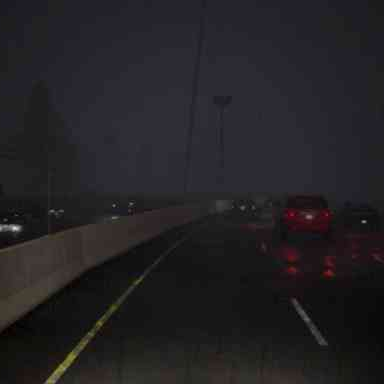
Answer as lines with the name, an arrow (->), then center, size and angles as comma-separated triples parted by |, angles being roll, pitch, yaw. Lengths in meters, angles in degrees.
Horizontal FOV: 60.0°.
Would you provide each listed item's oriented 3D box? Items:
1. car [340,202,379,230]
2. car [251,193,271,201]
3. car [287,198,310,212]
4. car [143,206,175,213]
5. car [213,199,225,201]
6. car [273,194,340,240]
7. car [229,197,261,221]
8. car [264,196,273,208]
car -> 9.851, 1.369, 20.279 | 2.128, 1.511, 4.902 | 0, 0, 13
car -> 13.891, 1.033, 66.547 | 1.882, 1.535, 5.008 | 0, 1, 39
car -> 11.672, 1.369, 36.299 | 1.895, 1.301, 4.718 | 0, 0, 24
car -> -2.539, 1.295, 28.569 | 1.837, 1.490, 4.892 | 0, 0, 18
car -> 5.134, 1.144, 60.655 | 1.994, 1.385, 4.181 | 0, 0, 34
car -> 5.398, 1.116, 16.494 | 2.150, 2.045, 5.566 | 0, 0, 11
car -> 4.210, 1.176, 25.942 | 2.097, 1.767, 4.553 | 0, 0, 16
car -> 10.423, 1.233, 41.690 | 1.837, 1.490, 4.892 | 0, 1, 26
